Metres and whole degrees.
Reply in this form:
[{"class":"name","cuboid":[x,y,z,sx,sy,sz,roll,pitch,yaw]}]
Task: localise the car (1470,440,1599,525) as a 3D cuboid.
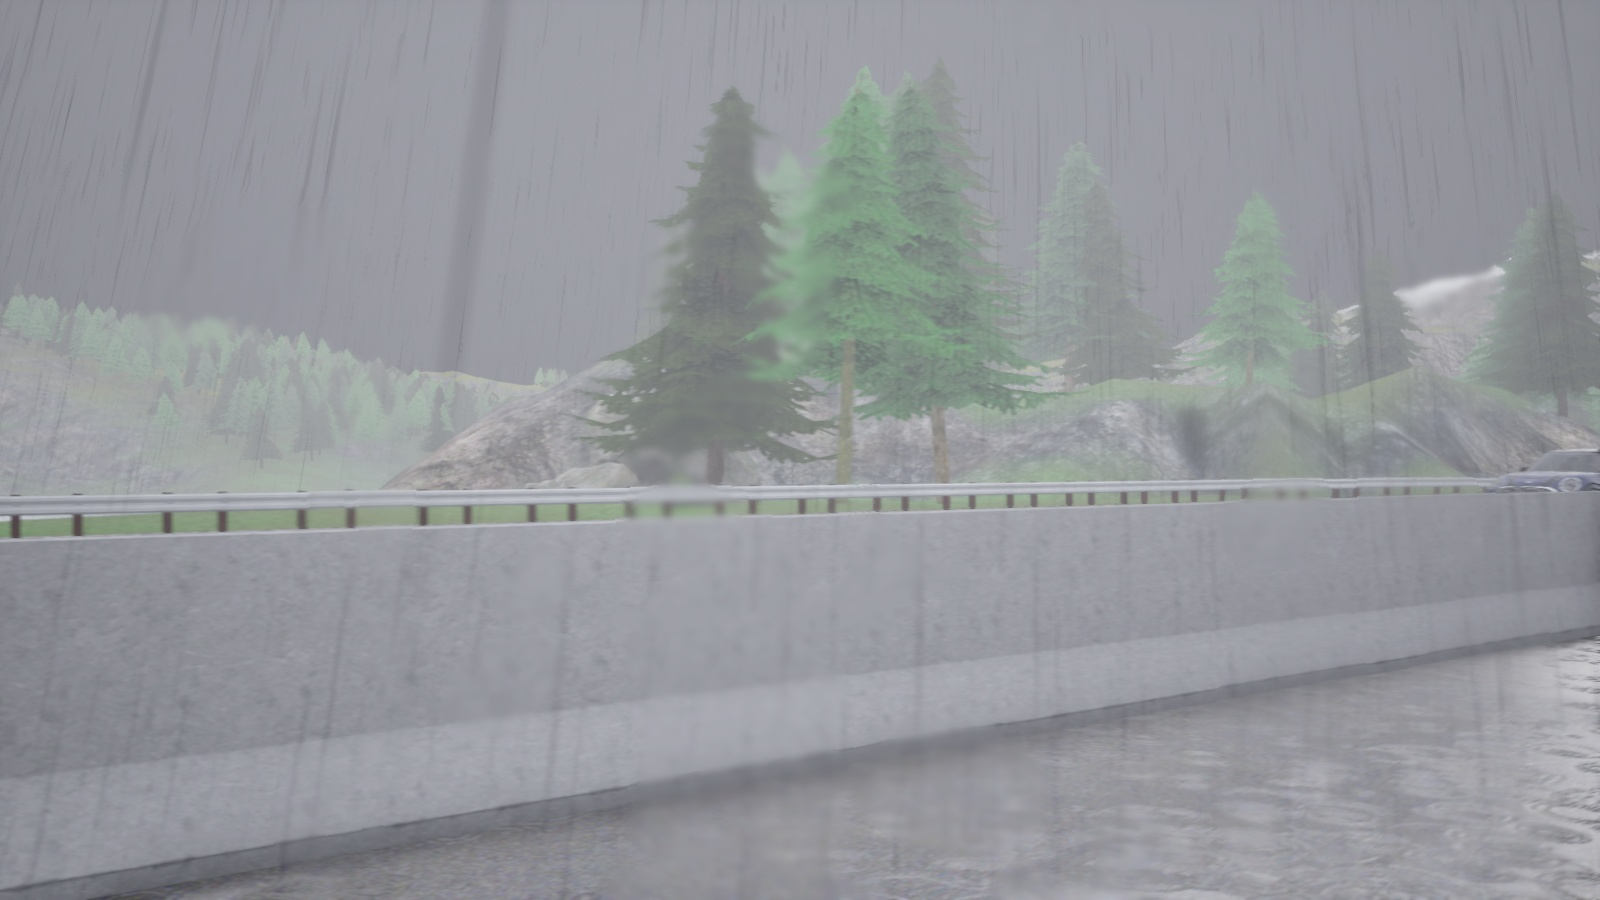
[{"class":"car","cuboid":[17.468,0.681,28.320,4.553,1.767,2.097,0,0,-30]}]
